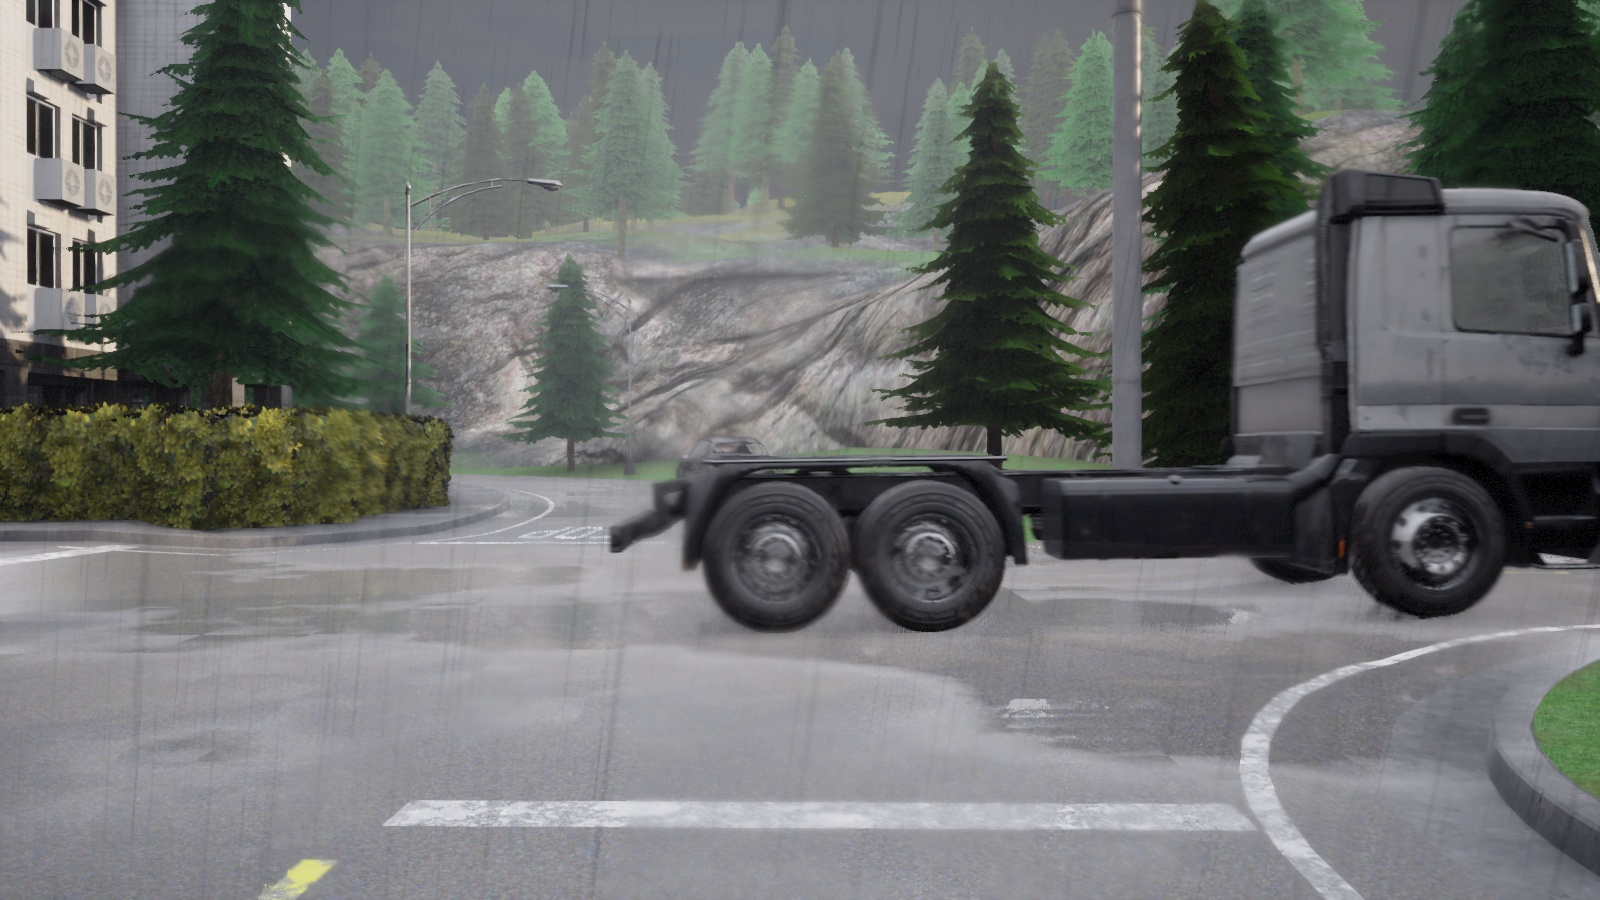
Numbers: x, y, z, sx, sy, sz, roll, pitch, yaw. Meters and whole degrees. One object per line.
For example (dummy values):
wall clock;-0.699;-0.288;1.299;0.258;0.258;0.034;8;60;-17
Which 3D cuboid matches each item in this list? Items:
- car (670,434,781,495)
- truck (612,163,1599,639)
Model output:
car;-2.245;0.383;36.521;2.242;1.667;4.611;0;0;-16
truck;2.575;-0.382;10.836;7.936;3.462;2.891;-1;0;-1
